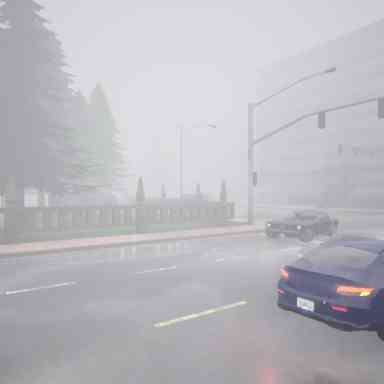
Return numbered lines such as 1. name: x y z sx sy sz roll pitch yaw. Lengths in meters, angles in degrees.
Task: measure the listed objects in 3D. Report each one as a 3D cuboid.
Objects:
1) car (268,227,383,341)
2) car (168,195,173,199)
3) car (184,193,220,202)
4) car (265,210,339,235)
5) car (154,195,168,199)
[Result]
1. car: 3.593 1.526 6.332 4.674 1.442 1.812 0 0 -35
2. car: -5.157 1.437 68.042 2.128 1.511 4.902 0 0 12
3. car: 0.989 1.167 34.967 2.150 2.045 5.566 0 0 -31
4. car: 5.513 1.601 16.351 1.895 1.301 4.718 0 0 42
5. car: -5.134 1.470 49.966 1.812 1.442 4.674 0 0 -11
